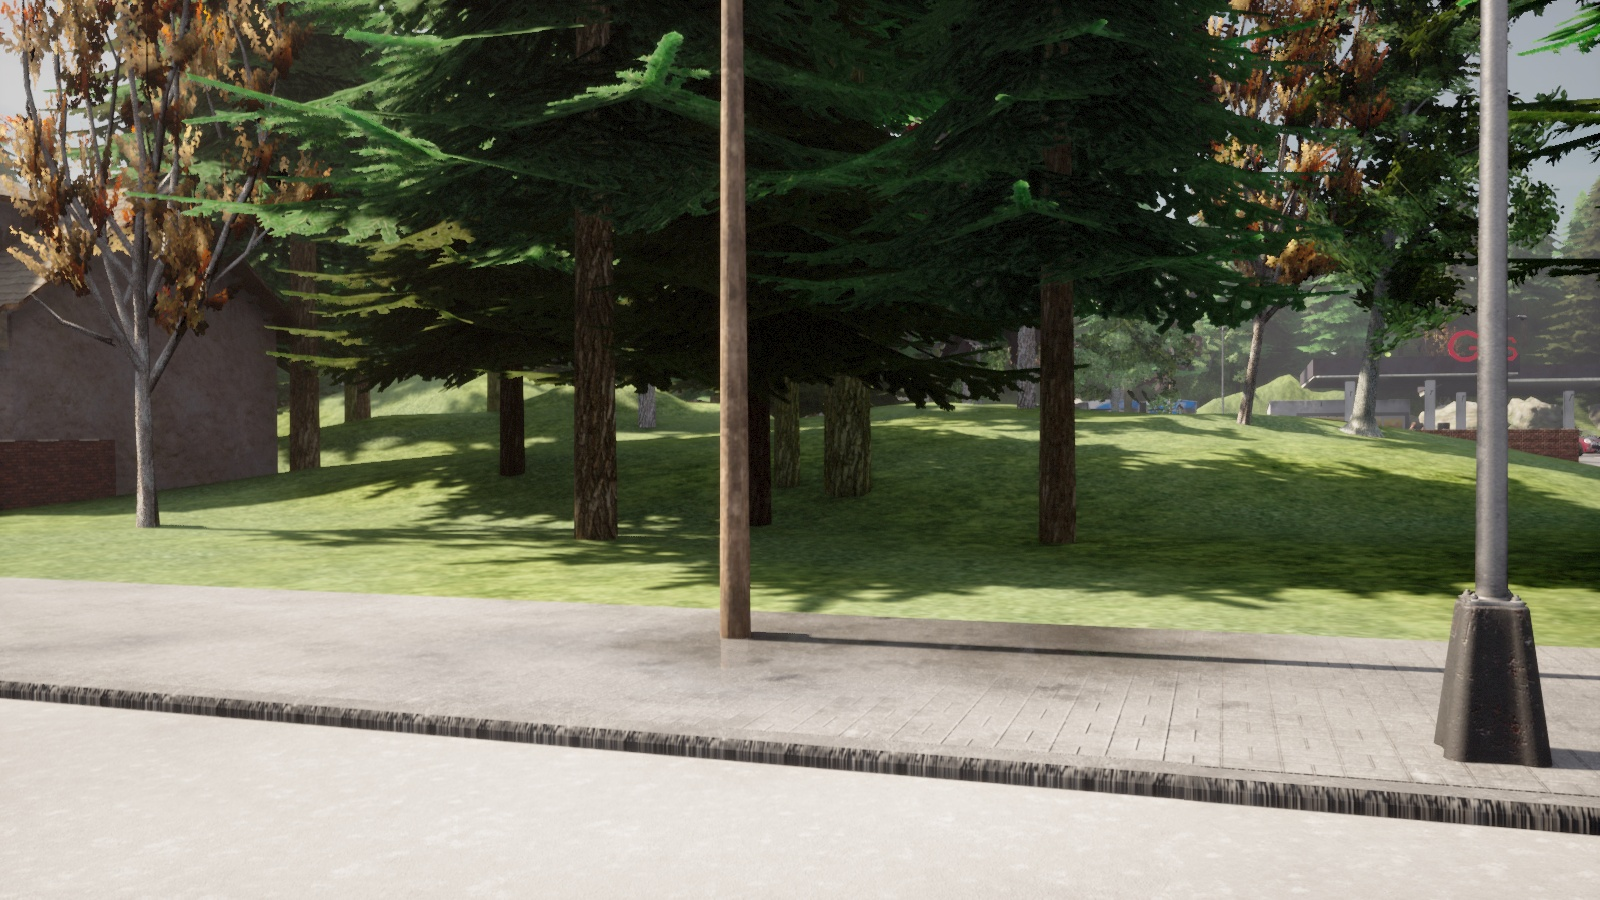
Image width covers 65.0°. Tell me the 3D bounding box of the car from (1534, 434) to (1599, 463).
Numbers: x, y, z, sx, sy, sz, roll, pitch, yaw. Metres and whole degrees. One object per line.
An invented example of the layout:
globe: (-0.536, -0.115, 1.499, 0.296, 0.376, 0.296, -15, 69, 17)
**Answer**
car: (41.033, -0.124, 66.359, 1.970, 1.475, 3.806, 0, 1, -7)
